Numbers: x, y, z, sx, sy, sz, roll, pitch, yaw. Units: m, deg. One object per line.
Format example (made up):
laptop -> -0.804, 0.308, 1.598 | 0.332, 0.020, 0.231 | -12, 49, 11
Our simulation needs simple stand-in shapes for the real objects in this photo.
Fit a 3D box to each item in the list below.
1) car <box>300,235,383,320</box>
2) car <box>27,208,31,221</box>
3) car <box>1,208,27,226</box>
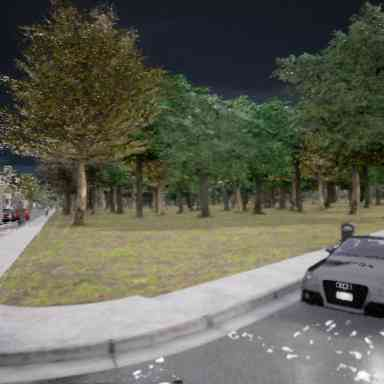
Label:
car -> 4.115, 1.690, 7.416 | 1.994, 1.385, 4.181 | -3, -2, 44
car -> -26.395, 3.450, 51.569 | 2.150, 2.045, 5.566 | 0, -2, -21
car -> -22.471, 3.049, 41.674 | 2.150, 2.045, 5.566 | 0, -2, -22
